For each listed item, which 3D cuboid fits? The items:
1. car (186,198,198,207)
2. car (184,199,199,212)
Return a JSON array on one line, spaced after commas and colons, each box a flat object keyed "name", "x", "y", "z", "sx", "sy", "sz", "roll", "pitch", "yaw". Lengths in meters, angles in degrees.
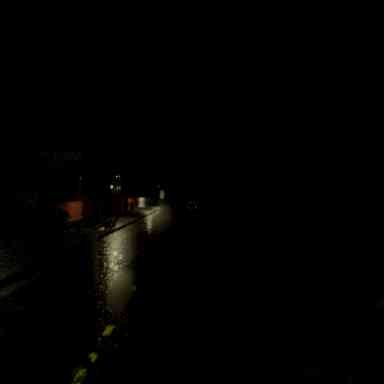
[{"name": "car", "x": -0.044, "y": 1.982, "z": 61.539, "sx": 2.128, "sy": 1.511, "sz": 4.902, "roll": 0, "pitch": 0, "yaw": 0}, {"name": "car", "x": 0.000, "y": 1.876, "z": 44.381, "sx": 1.812, "sy": 1.442, "sz": 4.674, "roll": 0, "pitch": 0, "yaw": 0}]
